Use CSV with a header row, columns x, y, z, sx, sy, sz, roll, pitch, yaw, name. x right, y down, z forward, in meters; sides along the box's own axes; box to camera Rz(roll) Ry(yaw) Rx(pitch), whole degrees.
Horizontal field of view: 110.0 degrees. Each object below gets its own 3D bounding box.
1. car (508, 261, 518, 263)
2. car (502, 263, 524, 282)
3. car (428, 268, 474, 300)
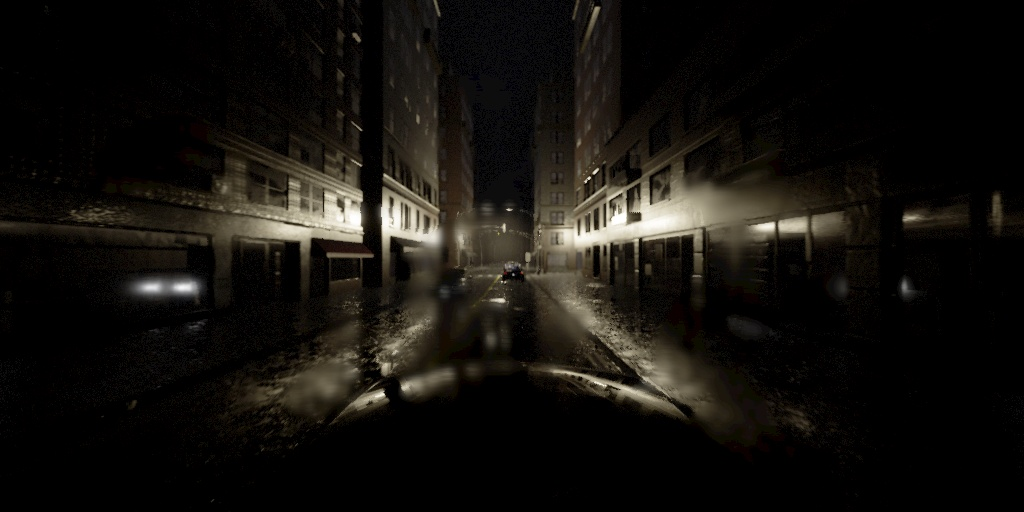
x,y,z,sx,sy,sz,roll,pitch,yaw,name
0.088,1.495,46.448,2.097,1.767,4.553,0,-1,0,car
0.102,1.596,33.159,1.994,1.385,4.181,0,0,-1,car
-3.098,1.411,18.887,1.837,1.490,4.892,0,0,0,car
